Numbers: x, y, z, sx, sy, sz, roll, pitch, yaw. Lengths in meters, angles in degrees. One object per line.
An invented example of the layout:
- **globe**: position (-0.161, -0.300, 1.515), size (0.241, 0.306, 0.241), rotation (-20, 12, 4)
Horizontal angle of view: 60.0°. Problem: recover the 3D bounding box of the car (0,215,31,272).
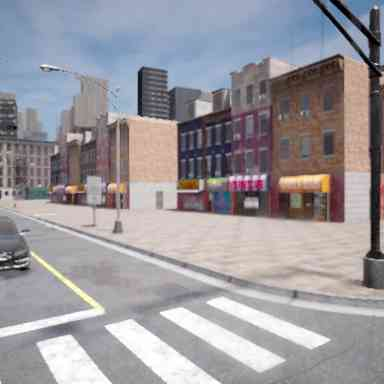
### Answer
- **car**: position (-6.313, 1.510, 10.277), size (1.837, 1.490, 4.892), rotation (0, 0, -35)
